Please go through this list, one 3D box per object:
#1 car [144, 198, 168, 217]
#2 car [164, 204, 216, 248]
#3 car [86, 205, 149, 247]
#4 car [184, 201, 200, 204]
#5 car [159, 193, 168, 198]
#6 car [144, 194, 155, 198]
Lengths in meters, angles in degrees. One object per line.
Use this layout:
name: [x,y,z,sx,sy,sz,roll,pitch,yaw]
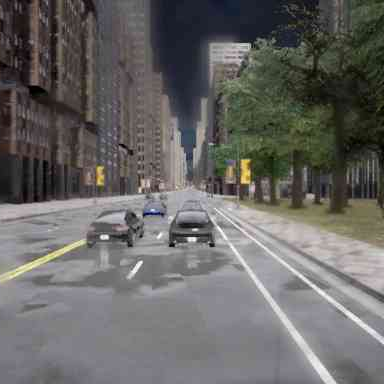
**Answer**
car: [-3.250,1.477,29.648,1.994,1.385,4.181,0,0,0]
car: [0.000,1.486,14.649,1.837,1.490,4.892,0,0,0]
car: [-3.250,1.503,14.649,1.812,1.442,4.674,0,0,0]
car: [0.000,1.468,29.648,2.033,1.411,5.357,0,0,0]
car: [-6.499,1.123,76.596,1.837,1.490,4.892,0,0,0]
car: [-9.749,1.175,76.596,1.994,1.385,4.181,0,0,0]
